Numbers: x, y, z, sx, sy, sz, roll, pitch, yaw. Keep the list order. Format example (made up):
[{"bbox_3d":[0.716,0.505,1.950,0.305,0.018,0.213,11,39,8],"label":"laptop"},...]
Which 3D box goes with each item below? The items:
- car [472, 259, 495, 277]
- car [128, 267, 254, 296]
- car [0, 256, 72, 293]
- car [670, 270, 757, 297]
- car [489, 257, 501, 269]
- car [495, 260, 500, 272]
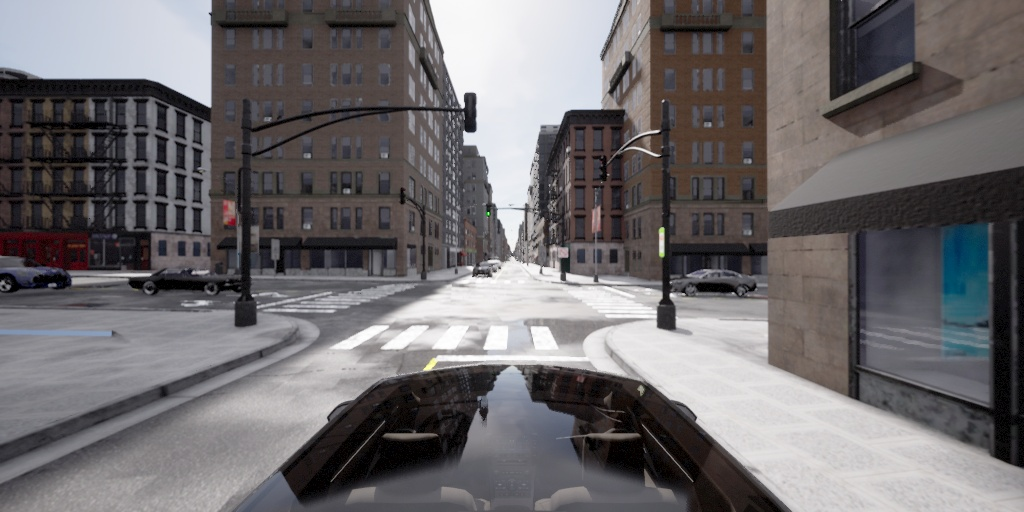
[{"bbox_3d":[-3.076,1.406,37.764,1.837,1.490,4.892,0,0,0],"label":"car"},{"bbox_3d":[-15.397,1.200,17.434,4.718,1.301,1.895,1,0,0],"label":"car"},{"bbox_3d":[-24.588,0.805,17.474,4.553,1.767,2.097,1,0,1],"label":"car"},{"bbox_3d":[11.428,1.534,20.785,4.902,1.511,2.128,1,0,0],"label":"car"},{"bbox_3d":[-3.000,1.209,59.280,2.150,2.045,5.566,0,-1,1],"label":"car"},{"bbox_3d":[-3.047,1.541,47.777,1.895,1.301,4.718,0,0,0],"label":"car"}]
